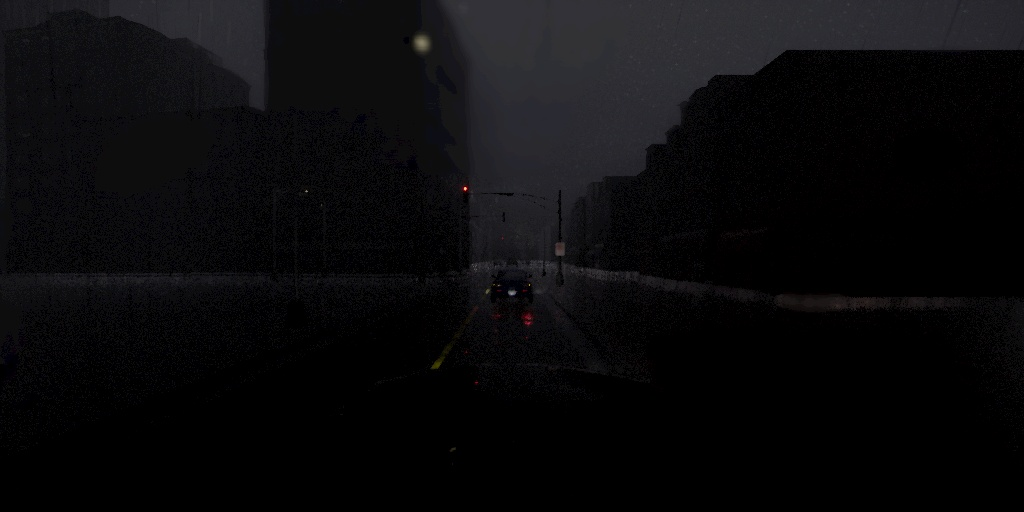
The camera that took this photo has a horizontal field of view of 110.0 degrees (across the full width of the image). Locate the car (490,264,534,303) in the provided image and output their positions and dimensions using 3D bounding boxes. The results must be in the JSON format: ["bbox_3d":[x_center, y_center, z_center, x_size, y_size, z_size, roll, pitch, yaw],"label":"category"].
[{"bbox_3d":[0.000,1.283,16.501,1.812,1.442,4.674,0,0,0],"label":"car"}]
